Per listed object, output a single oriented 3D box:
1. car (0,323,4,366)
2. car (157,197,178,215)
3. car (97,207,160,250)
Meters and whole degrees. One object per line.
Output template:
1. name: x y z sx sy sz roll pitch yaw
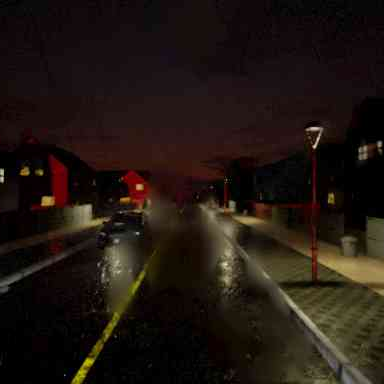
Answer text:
1. car: -2.850 1.508 1.433 2.128 1.511 4.902 0 -1 0
2. car: -2.867 1.588 40.100 2.150 2.045 5.566 0 -1 0
3. car: -2.877 1.649 15.174 2.128 1.511 4.902 0 -1 0
